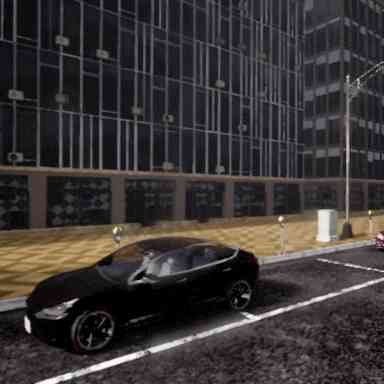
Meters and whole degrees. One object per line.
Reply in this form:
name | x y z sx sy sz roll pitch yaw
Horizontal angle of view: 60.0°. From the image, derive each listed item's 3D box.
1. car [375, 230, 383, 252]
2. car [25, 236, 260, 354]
car | 8.689 1.573 12.659 4.206 1.307 1.802 0 0 -35
car | -0.619 1.555 6.107 4.313 1.339 1.947 0 0 -35
